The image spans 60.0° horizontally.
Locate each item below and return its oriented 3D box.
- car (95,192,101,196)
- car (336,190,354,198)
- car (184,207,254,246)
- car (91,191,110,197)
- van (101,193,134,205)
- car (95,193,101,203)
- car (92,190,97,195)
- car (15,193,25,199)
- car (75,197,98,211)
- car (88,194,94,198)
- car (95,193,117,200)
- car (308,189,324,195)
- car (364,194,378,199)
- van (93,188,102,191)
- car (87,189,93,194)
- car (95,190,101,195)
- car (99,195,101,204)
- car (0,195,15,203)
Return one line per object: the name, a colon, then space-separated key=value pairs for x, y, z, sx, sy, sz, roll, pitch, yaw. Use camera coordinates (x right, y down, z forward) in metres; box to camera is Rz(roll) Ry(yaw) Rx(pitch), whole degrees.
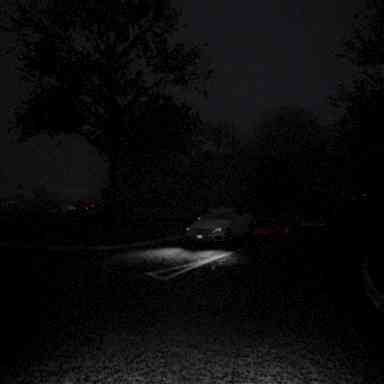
car: x=-14.858 y=1.262 z=61.771 sx=4.892 sy=1.521 sz=2.231 roll=-1 pitch=2 yaw=-19
car: x=28.399 y=0.322 z=61.398 sx=2.128 sy=1.511 sz=4.902 roll=-1 pitch=2 yaw=1
car: x=1.404 y=1.424 z=15.138 sx=1.812 sy=1.442 sz=4.674 roll=-2 pitch=0 yaw=29
car: x=-24.912 y=0.612 z=90.592 sx=4.792 sy=1.488 sz=2.163 roll=-1 pitch=1 yaw=-19
van: x=-11.297 y=1.290 z=51.255 sx=4.442 sy=1.987 sz=1.878 roll=-1 pitch=2 yaw=-19
car: x=-13.195 y=1.386 z=56.475 sx=5.366 sy=1.575 sz=1.946 roll=-1 pitch=2 yaw=-19
car: x=-18.525 y=1.012 z=72.247 sx=5.008 sy=1.535 sz=2.097 roll=-1 pitch=1 yaw=-19
car: x=-40.551 y=0.995 z=78.204 sx=2.033 sy=1.411 sz=5.357 roll=-1 pitch=1 yaw=-19
car: x=-14.299 y=1.772 z=44.233 sx=1.895 sy=1.301 sz=4.718 roll=-1 pitch=0 yaw=-27
car: x=-17.118 y=1.518 z=52.857 sx=1.837 sy=1.490 sz=4.892 roll=-1 pitch=2 yaw=-19
car: x=-19.441 y=0.990 z=74.869 sx=4.674 sy=1.452 sz=2.002 roll=-1 pitch=1 yaw=-19
car: x=28.162 y=-0.038 z=74.865 sx=2.128 sy=1.511 sz=4.902 roll=-1 pitch=1 yaw=-19
car: x=29.848 y=0.134 z=55.196 sx=2.150 sy=2.045 sz=5.566 roll=-2 pitch=0 yaw=29
van: x=-20.246 y=0.662 z=77.520 sx=4.442 sy=1.987 sz=1.878 roll=-1 pitch=1 yaw=-19
car: x=-24.198 y=0.643 z=87.902 sx=5.366 sy=1.575 sz=1.946 roll=-1 pitch=1 yaw=-19
car: x=-16.657 y=1.010 z=67.018 sx=4.553 sy=1.767 sz=2.185 roll=-1 pitch=2 yaw=-19
car: x=-12.074 y=1.480 z=53.927 sx=4.792 sy=1.488 sz=2.163 roll=-1 pitch=2 yaw=-19
car: x=-34.748 y=1.360 z=61.677 sx=1.994 sy=1.385 sz=4.181 roll=-1 pitch=1 yaw=-19
